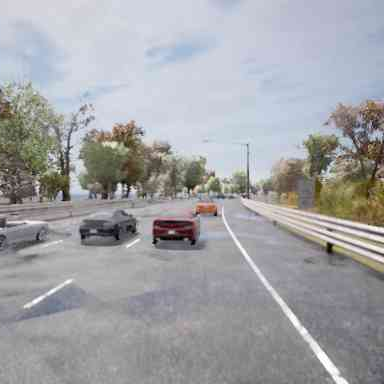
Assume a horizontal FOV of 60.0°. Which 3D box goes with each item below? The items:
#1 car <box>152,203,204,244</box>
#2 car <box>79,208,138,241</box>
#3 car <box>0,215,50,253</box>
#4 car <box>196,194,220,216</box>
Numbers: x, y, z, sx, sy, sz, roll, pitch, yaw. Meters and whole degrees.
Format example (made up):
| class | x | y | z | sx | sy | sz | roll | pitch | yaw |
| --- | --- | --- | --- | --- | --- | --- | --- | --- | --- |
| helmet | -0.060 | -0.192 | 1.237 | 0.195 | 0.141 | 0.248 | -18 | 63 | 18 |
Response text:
| class | x | y | z | sx | sy | sz | roll | pitch | yaw |
| --- | --- | --- | --- | --- | --- | --- | --- | --- | --- |
| car | -0.630 | 1.497 | 16.051 | 1.882 | 1.535 | 5.008 | 0 | 0 | 5 |
| car | -4.084 | 1.545 | 16.745 | 1.812 | 1.442 | 4.674 | 0 | 0 | 5 |
| car | -7.850 | 1.614 | 13.741 | 1.895 | 1.301 | 4.718 | 0 | 0 | 5 |
| car | 1.494 | 1.396 | 33.615 | 2.097 | 1.767 | 4.553 | 0 | 0 | 4 |
